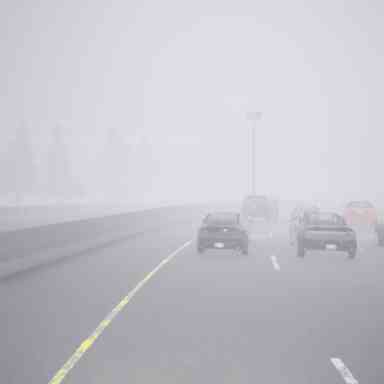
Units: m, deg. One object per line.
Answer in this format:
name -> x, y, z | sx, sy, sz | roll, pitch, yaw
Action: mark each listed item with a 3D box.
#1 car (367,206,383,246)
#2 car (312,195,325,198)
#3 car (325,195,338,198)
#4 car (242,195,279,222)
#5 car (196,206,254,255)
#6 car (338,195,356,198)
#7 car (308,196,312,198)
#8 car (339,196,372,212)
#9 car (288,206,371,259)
car -> 8.249, 1.485, 12.034 | 1.882, 1.535, 5.008 | 0, 0, 12
car -> 31.309, 1.480, 77.494 | 5.357, 1.411, 2.033 | 0, 0, -27
car -> 32.763, 1.443, 74.311 | 4.892, 1.490, 1.837 | 0, 0, -27
car -> 5.539, 1.258, 26.745 | 2.150, 2.045, 5.566 | 0, 0, 23
car -> 1.389, 1.516, 13.431 | 1.837, 1.490, 4.892 | 0, 0, 12
car -> 34.218, 1.424, 71.128 | 5.008, 1.535, 1.882 | 0, 0, -27
car -> 29.854, 1.490, 80.676 | 4.181, 1.385, 1.994 | 0, 0, -27
car -> 11.955, 1.366, 23.946 | 2.097, 1.767, 4.553 | 0, 0, 23
car -> 4.819, 1.495, 12.732 | 2.128, 1.511, 4.902 | 0, 0, 12
